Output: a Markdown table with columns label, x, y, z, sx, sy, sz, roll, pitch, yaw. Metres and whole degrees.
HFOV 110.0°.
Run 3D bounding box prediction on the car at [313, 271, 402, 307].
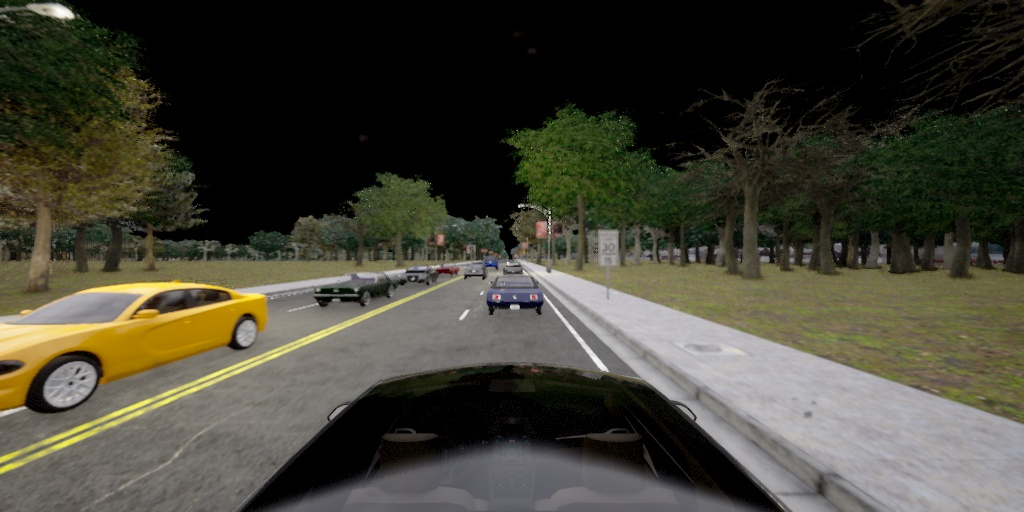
| label | x | y | z | sx | sy | sz | roll | pitch | yaw |
| --- | --- | --- | --- | --- | --- | --- | --- | --- | --- |
| car | -6.590 | 1.362 | 15.650 | 1.895 | 1.301 | 4.718 | 0 | 0 | 0 |

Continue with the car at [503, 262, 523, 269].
| label | x | y | z | sx | sy | sz | roll | pitch | yaw |
| --- | --- | --- | --- | --- | --- | --- | --- | --- | --- |
| car | 0.094 | 1.279 | 35.273 | 2.128 | 1.511 | 4.902 | 0 | 0 | 0 |

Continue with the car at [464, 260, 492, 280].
| label | x | y | z | sx | sy | sz | roll | pitch | yaw |
| --- | --- | --- | --- | --- | --- | --- | --- | --- | --- |
| car | -3.157 | 1.330 | 32.191 | 2.033 | 1.411 | 5.357 | 0 | 0 | 0 |

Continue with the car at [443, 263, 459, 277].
| label | x | y | z | sx | sy | sz | roll | pitch | yaw |
| --- | --- | --- | --- | --- | --- | --- | --- | --- | --- |
| car | -6.506 | 1.390 | 35.915 | 1.895 | 1.301 | 4.718 | 0 | 0 | 0 |

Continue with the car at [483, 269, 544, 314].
| label | x | y | z | sx | sy | sz | roll | pitch | yaw |
| --- | --- | --- | --- | --- | --- | --- | --- | --- | --- |
| car | 0.098 | 1.360 | 13.786 | 1.895 | 1.301 | 4.718 | 0 | 0 | 0 |

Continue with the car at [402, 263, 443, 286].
| label | x | y | z | sx | sy | sz | roll | pitch | yaw |
| --- | --- | --- | --- | --- | --- | --- | --- | --- | --- |
| car | -6.562 | 1.338 | 25.707 | 1.994 | 1.385 | 4.181 | 0 | 0 | 0 |

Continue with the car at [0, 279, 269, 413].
| label | x | y | z | sx | sy | sz | roll | pitch | yaw |
| --- | --- | --- | --- | --- | --- | --- | --- | --- | --- |
| car | -6.599 | 1.231 | 6.243 | 1.882 | 1.535 | 5.008 | 0 | 0 | 0 |

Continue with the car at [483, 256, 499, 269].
| label | x | y | z | sx | sy | sz | roll | pitch | yaw |
| --- | --- | --- | --- | --- | --- | --- | --- | --- | --- |
| car | -3.149 | 1.038 | 53.664 | 2.150 | 2.045 | 5.566 | 0 | 0 | -1 |
